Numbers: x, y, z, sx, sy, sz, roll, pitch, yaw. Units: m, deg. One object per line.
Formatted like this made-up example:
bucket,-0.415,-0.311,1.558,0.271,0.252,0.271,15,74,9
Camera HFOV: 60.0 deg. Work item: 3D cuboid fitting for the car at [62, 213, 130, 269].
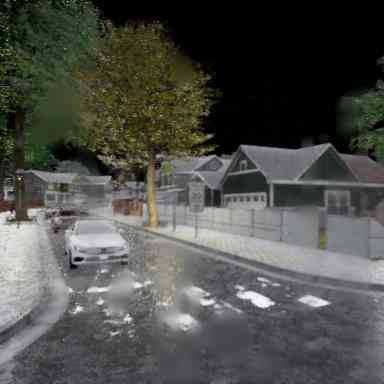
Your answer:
car,-3.600,1.734,12.224,1.812,1.442,4.674,1,-1,-24

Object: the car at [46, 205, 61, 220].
car,-13.998,2.086,34.338,1.994,1.385,4.181,1,-1,-25

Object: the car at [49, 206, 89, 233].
car,-8.380,1.895,22.434,1.812,1.442,4.674,1,-1,-25

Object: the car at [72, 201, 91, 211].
car,-17.789,2.195,53.745,1.837,1.490,4.892,0,0,-6

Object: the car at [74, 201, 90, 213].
car,-13.494,2.156,40.107,2.033,1.411,5.357,1,-1,-24
